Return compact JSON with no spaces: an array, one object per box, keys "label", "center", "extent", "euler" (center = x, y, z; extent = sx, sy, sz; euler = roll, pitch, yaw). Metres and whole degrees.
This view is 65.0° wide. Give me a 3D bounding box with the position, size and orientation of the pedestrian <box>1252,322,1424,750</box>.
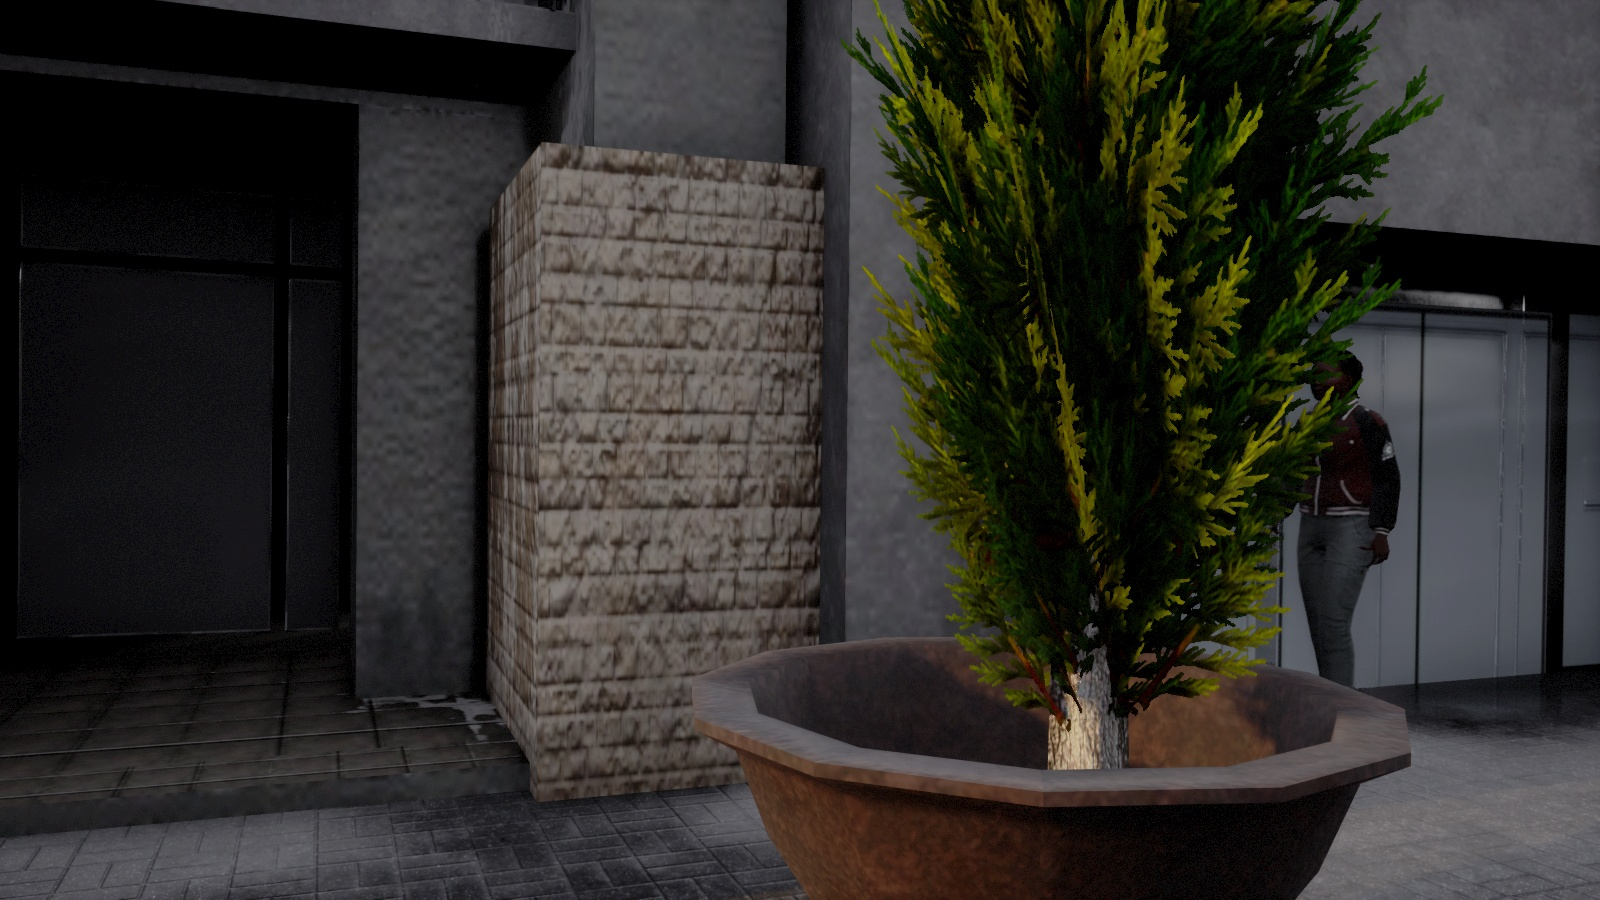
[{"label":"pedestrian","center":[2.557,0.383,5.972],"extent":[0.666,1.930,0.402],"euler":[-1,1,-25]}]
